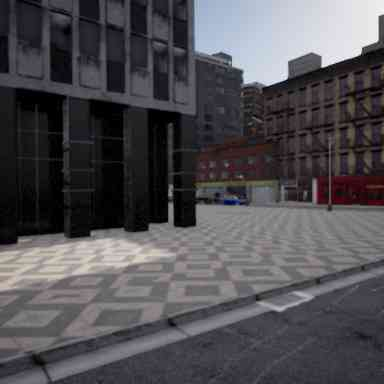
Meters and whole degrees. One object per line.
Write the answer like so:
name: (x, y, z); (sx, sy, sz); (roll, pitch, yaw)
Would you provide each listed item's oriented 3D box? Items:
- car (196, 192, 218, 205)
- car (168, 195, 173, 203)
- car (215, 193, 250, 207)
car: (2.591, 1.071, 56.765); (2.150, 2.045, 5.566); (-1, 0, -36)
car: (-3.696, 1.395, 65.275); (1.837, 1.490, 4.892); (-1, 0, -36)
car: (5.928, 1.297, 46.885); (1.882, 1.535, 5.008); (-1, 0, -36)
